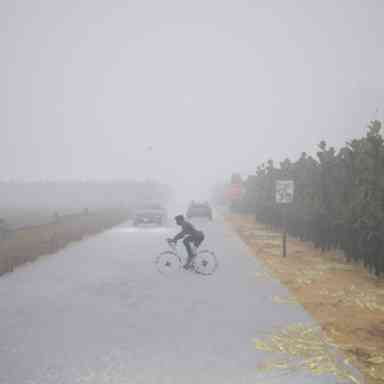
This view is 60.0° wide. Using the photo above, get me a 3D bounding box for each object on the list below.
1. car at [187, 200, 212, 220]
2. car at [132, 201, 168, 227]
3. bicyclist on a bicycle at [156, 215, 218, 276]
[{"bbox_3d":[0.596,1.385,26.726,2.128,1.511,4.902,0,0,1],"label":"car"},{"bbox_3d":[-2.732,1.430,22.505,1.837,1.490,4.892,0,0,2],"label":"car"},{"bbox_3d":[-0.154,1.440,8.820,1.656,1.620,0.582,-1,0,1],"label":"bicyclist on a bicycle"}]
